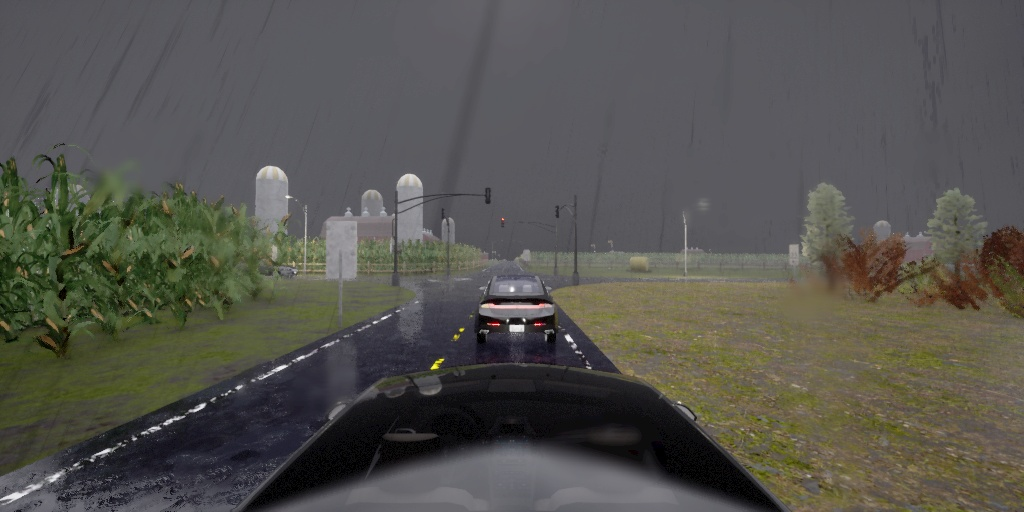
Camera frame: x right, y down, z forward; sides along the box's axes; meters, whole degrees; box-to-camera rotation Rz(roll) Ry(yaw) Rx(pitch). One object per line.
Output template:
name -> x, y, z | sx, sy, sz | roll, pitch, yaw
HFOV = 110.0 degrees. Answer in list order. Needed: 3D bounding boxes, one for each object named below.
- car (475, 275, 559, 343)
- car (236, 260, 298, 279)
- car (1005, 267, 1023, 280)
car -> 0.100, 1.245, 9.653 | 2.128, 1.511, 4.902 | 0, 0, 0
car -> -19.943, 1.059, 28.807 | 4.902, 1.511, 2.128 | 0, -1, -4
car -> 48.663, 1.719, 33.511 | 4.674, 1.442, 1.812 | 1, -1, -5
